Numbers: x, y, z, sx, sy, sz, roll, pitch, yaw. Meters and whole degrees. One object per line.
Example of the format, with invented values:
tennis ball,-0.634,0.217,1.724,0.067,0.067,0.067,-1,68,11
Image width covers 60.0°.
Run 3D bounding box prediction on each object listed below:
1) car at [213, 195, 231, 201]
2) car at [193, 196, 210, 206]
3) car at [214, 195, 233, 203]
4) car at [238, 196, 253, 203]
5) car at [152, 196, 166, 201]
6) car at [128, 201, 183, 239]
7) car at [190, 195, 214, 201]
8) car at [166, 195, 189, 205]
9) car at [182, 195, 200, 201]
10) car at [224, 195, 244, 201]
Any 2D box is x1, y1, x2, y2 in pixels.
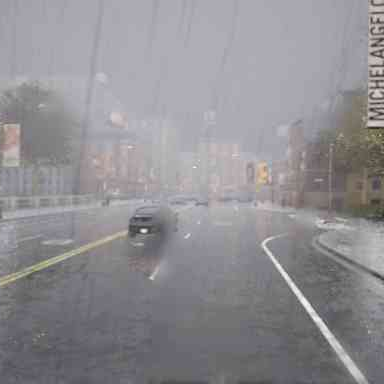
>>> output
car,7.497,1.473,83.402,2.128,1.511,4.902,1,0,39
car,1.782,1.513,52.929,1.994,1.385,4.181,1,0,8
car,7.152,1.486,70.729,1.882,1.535,5.008,1,0,30
car,11.564,1.631,71.326,1.994,1.385,4.181,1,0,33
car,-5.237,1.327,54.324,2.128,1.511,4.902,1,0,8
car,-1.860,1.450,16.967,1.837,1.490,4.892,1,0,6
car,2.065,1.472,68.378,2.033,1.411,5.357,1,0,24
car,-2.134,1.436,51.908,2.033,1.411,5.357,1,0,6
car,-0.222,1.474,78.267,1.895,1.301,4.718,1,0,35
car,10.349,1.535,81.359,2.033,1.411,5.357,1,0,42
